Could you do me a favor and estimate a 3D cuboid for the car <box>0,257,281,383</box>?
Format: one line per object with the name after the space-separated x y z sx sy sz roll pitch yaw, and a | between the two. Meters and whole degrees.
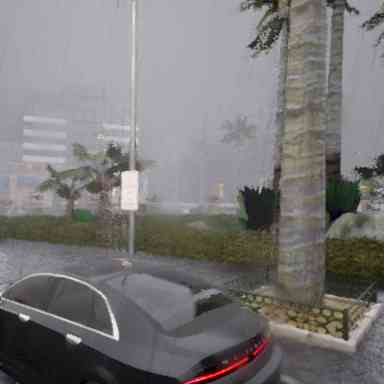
-1.308 1.639 4.378 4.892 1.490 1.837 -1 -2 39 | car
